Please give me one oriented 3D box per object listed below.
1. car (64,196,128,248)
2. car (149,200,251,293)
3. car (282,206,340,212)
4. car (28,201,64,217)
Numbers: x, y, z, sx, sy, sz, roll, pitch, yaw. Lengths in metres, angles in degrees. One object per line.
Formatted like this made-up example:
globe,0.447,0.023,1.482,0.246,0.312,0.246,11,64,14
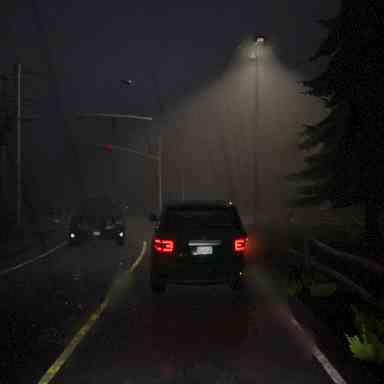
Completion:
car,-4.201,1.222,15.334,2.150,2.045,5.566,0,0,-12
car,0.010,1.221,9.105,2.150,2.045,5.566,0,0,-5
car,10.708,1.627,30.182,4.718,1.301,1.895,0,0,0
car,-13.304,1.547,31.060,5.357,1.411,2.033,0,0,40
